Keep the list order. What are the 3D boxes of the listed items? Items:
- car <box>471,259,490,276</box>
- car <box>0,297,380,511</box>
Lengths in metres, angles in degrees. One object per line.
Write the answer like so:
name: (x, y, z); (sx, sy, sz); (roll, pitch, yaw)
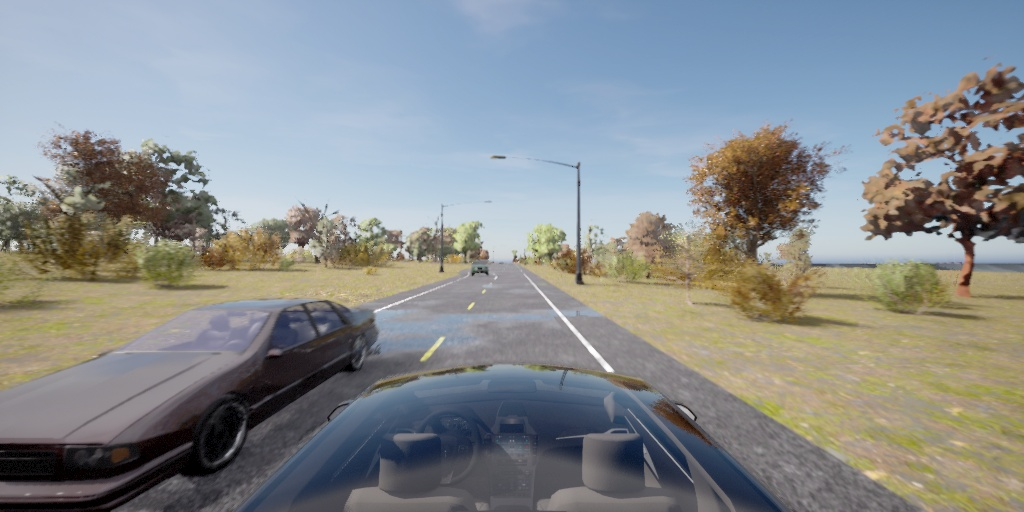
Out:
car: (-3.934, 1.449, 44.846); (2.150, 2.045, 5.566); (0, -1, -3)
car: (-3.599, 1.332, 5.041); (2.033, 1.411, 5.357); (0, -1, 0)
